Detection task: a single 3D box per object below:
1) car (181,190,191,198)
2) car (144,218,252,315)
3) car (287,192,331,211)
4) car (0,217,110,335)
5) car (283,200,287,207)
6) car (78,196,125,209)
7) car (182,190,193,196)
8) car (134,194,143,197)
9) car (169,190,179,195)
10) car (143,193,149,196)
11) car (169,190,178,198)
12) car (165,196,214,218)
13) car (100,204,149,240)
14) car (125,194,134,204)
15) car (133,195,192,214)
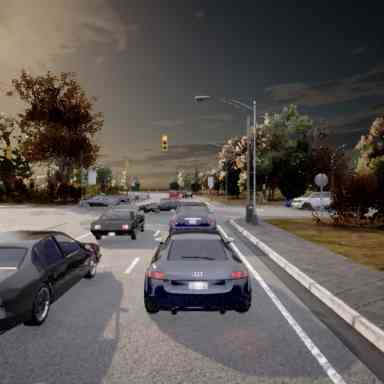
[{"bbox_3d":[-1.659,0.447,93.728,2.150,2.045,5.566,0,1,-7],"label":"car"},{"bbox_3d":[0.074,1.542,7.625,1.994,1.385,4.181,0,0,-1],"label":"car"},{"bbox_3d":[14.112,0.991,37.345,5.566,2.045,2.150,-1,0,-3],"label":"car"},{"bbox_3d":[-3.423,1.529,6.933,2.033,1.411,5.357,0,0,-1],"label":"car"},{"bbox_3d":[13.752,1.230,40.829,5.008,1.535,1.882,0,0,-4],"label":"car"},{"bbox_3d":[-10.895,1.254,39.320,4.902,1.511,2.128,0,0,-4],"label":"car"},{"bbox_3d":[-0.881,0.835,83.770,1.882,1.535,5.008,0,1,-4],"label":"car"},{"bbox_3d":[-10.860,1.097,61.162,2.128,1.511,4.902,0,0,0],"label":"car"},{"bbox_3d":[-4.329,0.594,82.857,2.150,2.045,5.566,0,1,-3],"label":"car"},{"bbox_3d":[-10.913,1.104,71.119,1.895,1.301,4.718,0,1,-1],"label":"car"},{"bbox_3d":[-5.170,0.446,93.598,2.150,2.045,5.566,0,1,-7],"label":"car"},{"bbox_3d":[0.028,1.273,16.259,2.097,1.767,4.553,0,0,0],"label":"car"},{"bbox_3d":[-3.493,1.520,16.578,1.895,1.301,4.718,0,0,-1],"label":"car"},{"bbox_3d":[-10.840,1.275,52.060,1.895,1.301,4.718,0,0,0],"label":"car"},{"bbox_3d":[-2.717,1.357,32.483,5.357,1.411,2.033,0,1,-44],"label":"car"}]
